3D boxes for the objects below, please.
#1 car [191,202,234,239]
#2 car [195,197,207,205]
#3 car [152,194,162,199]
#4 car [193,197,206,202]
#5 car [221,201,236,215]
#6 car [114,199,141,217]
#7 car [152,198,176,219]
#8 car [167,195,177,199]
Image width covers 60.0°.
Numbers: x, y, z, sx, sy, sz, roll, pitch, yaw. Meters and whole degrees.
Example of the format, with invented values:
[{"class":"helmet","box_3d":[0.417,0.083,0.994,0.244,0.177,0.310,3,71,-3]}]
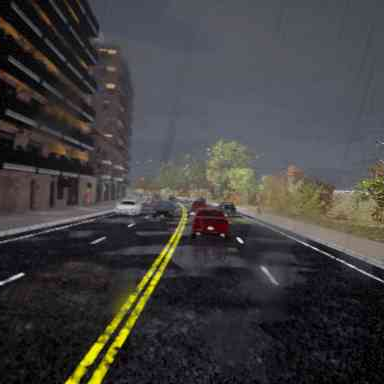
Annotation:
[{"class":"car","box_3d":[0.951,1.618,18.523,1.882,1.535,5.008,3,0,1]},{"class":"car","box_3d":[1.960,1.933,74.221,1.837,1.490,4.892,3,0,-5]},{"class":"car","box_3d":[-7.871,1.158,74.873,2.097,1.767,4.553,3,0,-5]},{"class":"car","box_3d":[0.859,1.720,40.027,1.882,1.535,5.008,3,0,-1]},{"class":"car","box_3d":[4.105,1.886,39.915,2.128,1.511,4.902,3,0,-1]},{"class":"car","box_3d":[-5.677,1.411,29.931,1.812,1.442,4.674,3,0,0]},{"class":"car","box_3d":[-2.421,1.587,29.895,2.033,1.411,5.357,3,0,0]},{"class":"car","box_3d":[-4.645,1.454,75.166,1.837,1.490,4.892,3,0,-5]}]
